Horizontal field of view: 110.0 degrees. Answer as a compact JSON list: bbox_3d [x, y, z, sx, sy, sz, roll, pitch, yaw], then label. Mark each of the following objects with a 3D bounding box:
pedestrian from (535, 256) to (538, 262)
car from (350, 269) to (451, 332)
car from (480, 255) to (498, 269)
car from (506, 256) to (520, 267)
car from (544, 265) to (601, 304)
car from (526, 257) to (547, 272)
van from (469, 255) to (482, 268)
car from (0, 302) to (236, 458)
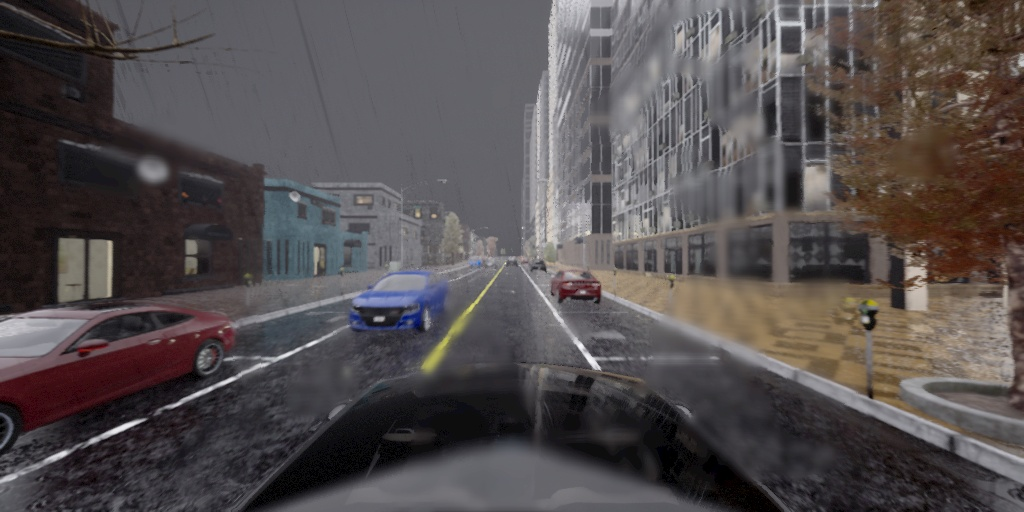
[{"bbox_3d":[3.004,0.871,44.830,0.375,1.860,0.375,1,-1,0],"label":"pedestrian"},{"bbox_3d":[-3.101,1.191,10.877,1.882,1.535,5.008,0,0,0],"label":"car"},{"bbox_3d":[-3.068,1.039,52.367,2.128,1.511,4.902,0,0,0],"label":"car"},{"bbox_3d":[0.026,1.002,58.533,1.882,1.535,5.008,0,0,1],"label":"car"},{"bbox_3d":[2.692,1.238,15.919,1.888,1.381,4.507,0,0,0],"label":"car"},{"bbox_3d":[3.004,1.095,41.871,1.837,1.490,4.892,0,0,0],"label":"car"},{"bbox_3d":[-5.685,0.876,55.484,1.690,1.789,3.998,0,0,0],"label":"van"},{"bbox_3d":[-5.723,1.320,4.690,1.802,1.307,4.207,0,0,0],"label":"car"}]
